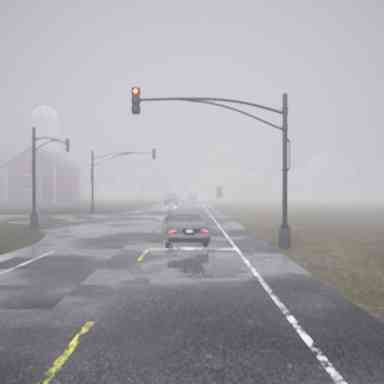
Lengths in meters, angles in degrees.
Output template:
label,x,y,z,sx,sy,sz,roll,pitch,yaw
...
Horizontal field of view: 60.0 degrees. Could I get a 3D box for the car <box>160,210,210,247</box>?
label,x,y,z,sx,sy,sz,roll,pitch,yaw
car,-0.423,1.538,15.124,2.033,1.411,5.357,0,0,-7

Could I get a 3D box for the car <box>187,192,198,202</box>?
label,x,y,z,sx,sy,sz,roll,pitch,yaw
car,0.065,1.111,75.213,2.150,2.045,5.566,0,0,0

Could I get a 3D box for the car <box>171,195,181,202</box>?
label,x,y,z,sx,sy,sz,roll,pitch,yaw
car,-3.438,1.453,71.454,1.994,1.385,4.181,0,0,0

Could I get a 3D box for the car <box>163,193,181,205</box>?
label,x,y,z,sx,sy,sz,roll,pitch,yaw
car,-3.526,1.154,55.739,2.150,2.045,5.566,0,0,1
